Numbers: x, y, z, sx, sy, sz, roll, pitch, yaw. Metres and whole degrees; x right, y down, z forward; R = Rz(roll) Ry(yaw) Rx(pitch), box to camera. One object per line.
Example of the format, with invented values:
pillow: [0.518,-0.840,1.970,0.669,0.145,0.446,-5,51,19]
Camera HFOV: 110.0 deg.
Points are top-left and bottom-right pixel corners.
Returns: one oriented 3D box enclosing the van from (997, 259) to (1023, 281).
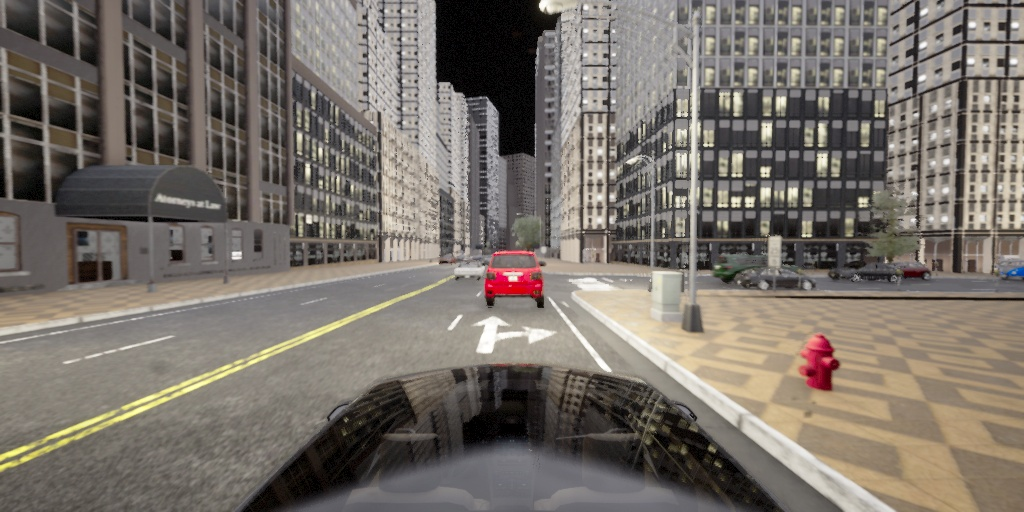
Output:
van: [44.021,1.194,30.606,3.998,1.789,1.690,0,0,-1]

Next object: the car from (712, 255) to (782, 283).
car: [16.826,0.964,24.636,5.566,2.045,2.150,0,2,3]

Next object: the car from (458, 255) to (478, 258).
car: [-6.559,0.745,54.857,1.994,1.385,4.181,0,1,0]

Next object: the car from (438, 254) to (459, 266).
car: [-9.810,0.536,54.721,2.097,1.767,4.553,0,1,0]

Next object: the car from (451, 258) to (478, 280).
car: [-3.143,1.088,27.465,1.895,1.301,4.718,0,2,0]

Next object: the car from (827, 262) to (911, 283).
car: [27.282,1.266,27.774,4.892,1.490,1.837,0,2,-1]

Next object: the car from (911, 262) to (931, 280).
car: [32.740,1.184,30.462,4.097,1.591,1.967,0,0,-1]

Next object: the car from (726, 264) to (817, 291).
car: [15.913,1.361,21.741,4.403,1.370,2.007,0,0,-1]

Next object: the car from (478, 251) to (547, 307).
car: [0.225,0.833,14.786,2.150,2.045,5.566,0,0,4]
